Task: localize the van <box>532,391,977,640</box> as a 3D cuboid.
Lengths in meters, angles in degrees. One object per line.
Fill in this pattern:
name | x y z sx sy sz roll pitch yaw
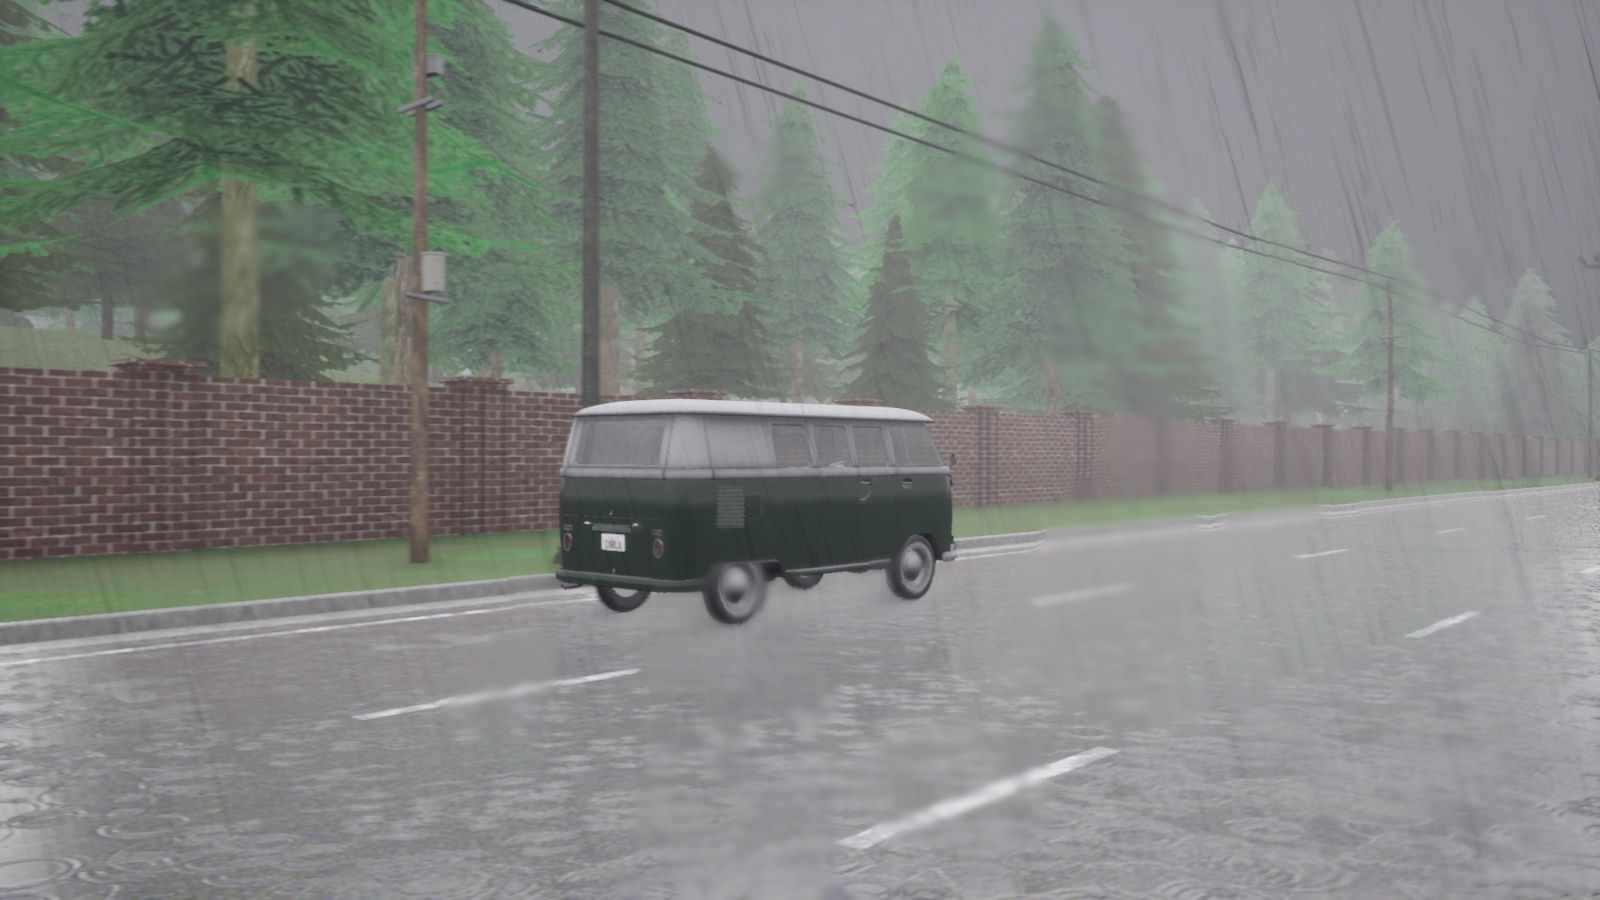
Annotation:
van | -0.250 0.528 12.264 1.775 1.987 4.442 0 0 41
